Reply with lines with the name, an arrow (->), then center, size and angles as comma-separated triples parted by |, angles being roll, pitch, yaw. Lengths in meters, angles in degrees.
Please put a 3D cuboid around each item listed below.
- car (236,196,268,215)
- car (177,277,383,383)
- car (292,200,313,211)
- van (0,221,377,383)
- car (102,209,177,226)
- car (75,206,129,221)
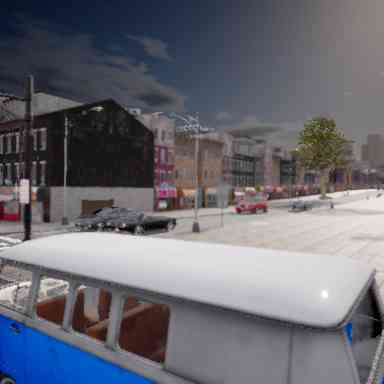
car -> 7.402, 1.587, 40.599 | 2.150, 2.045, 5.566 | 1, 1, 36
car -> 2.330, 1.539, 1.122 | 4.403, 1.369, 2.008 | -1, 1, 36
car -> 15.836, 1.846, 47.380 | 2.128, 1.511, 4.902 | 1, 1, 35
van -> -0.378, 1.359, 3.046 | 3.998, 1.788, 1.690 | -1, 1, 36
car -> -3.018, 1.923, 20.994 | 1.895, 1.301, 4.718 | 1, 0, 36
car -> -5.561, 1.768, 22.442 | 1.837, 1.490, 4.892 | 1, 0, 35
